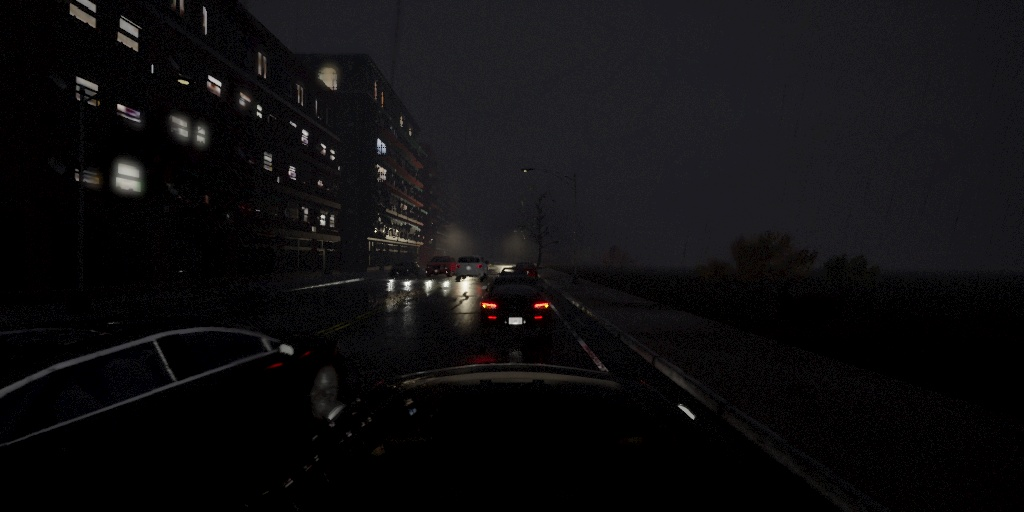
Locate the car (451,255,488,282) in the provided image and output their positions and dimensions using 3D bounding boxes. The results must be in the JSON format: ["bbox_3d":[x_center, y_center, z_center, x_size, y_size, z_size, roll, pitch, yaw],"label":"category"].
[{"bbox_3d":[-3.205,0.971,29.168,2.150,2.045,5.566,0,-1,0],"label":"car"}]

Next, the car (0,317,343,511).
[{"bbox_3d":[-3.154,1.241,2.850,2.128,1.511,4.902,0,0,0],"label":"car"}]

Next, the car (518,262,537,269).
[{"bbox_3d":[1.079,1.231,29.962,1.882,1.535,5.008,0,0,0],"label":"car"}]

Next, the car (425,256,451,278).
[{"bbox_3d":[-6.668,0.975,34.261,2.150,2.045,5.566,0,0,0],"label":"car"}]

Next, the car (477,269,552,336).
[{"bbox_3d":[0.074,1.277,10.267,1.812,1.442,4.674,0,0,0],"label":"car"}]

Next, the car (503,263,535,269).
[{"bbox_3d":[0.062,1.317,20.434,1.994,1.385,4.181,0,0,0],"label":"car"}]

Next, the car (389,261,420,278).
[{"bbox_3d":[-9.917,1.258,33.448,1.837,1.490,4.892,0,0,0],"label":"car"}]
